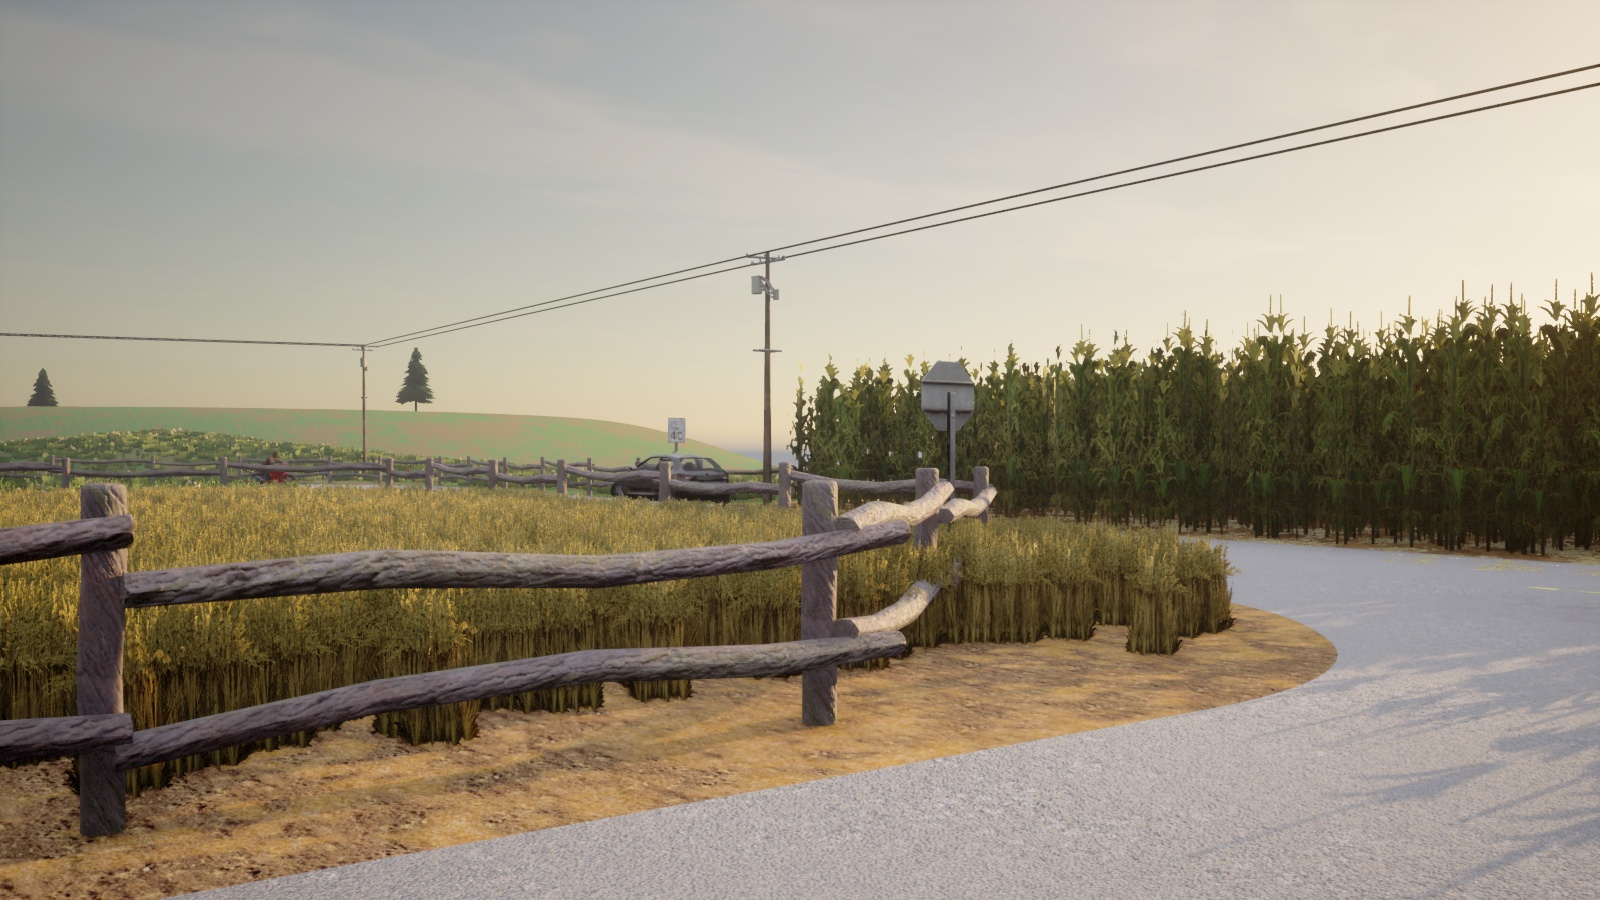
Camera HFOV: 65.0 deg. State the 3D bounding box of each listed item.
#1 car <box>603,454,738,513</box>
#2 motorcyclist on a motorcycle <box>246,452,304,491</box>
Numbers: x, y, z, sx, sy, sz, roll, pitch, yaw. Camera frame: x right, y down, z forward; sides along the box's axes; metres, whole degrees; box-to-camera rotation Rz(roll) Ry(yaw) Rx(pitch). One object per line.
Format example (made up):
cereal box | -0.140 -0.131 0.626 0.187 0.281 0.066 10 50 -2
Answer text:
car | -3.559 0.849 33.913 1.816 1.474 4.193 0 0 -35
motorcyclist on a motorcycle | -21.864 0.901 52.332 2.044 1.523 0.797 0 6 5
